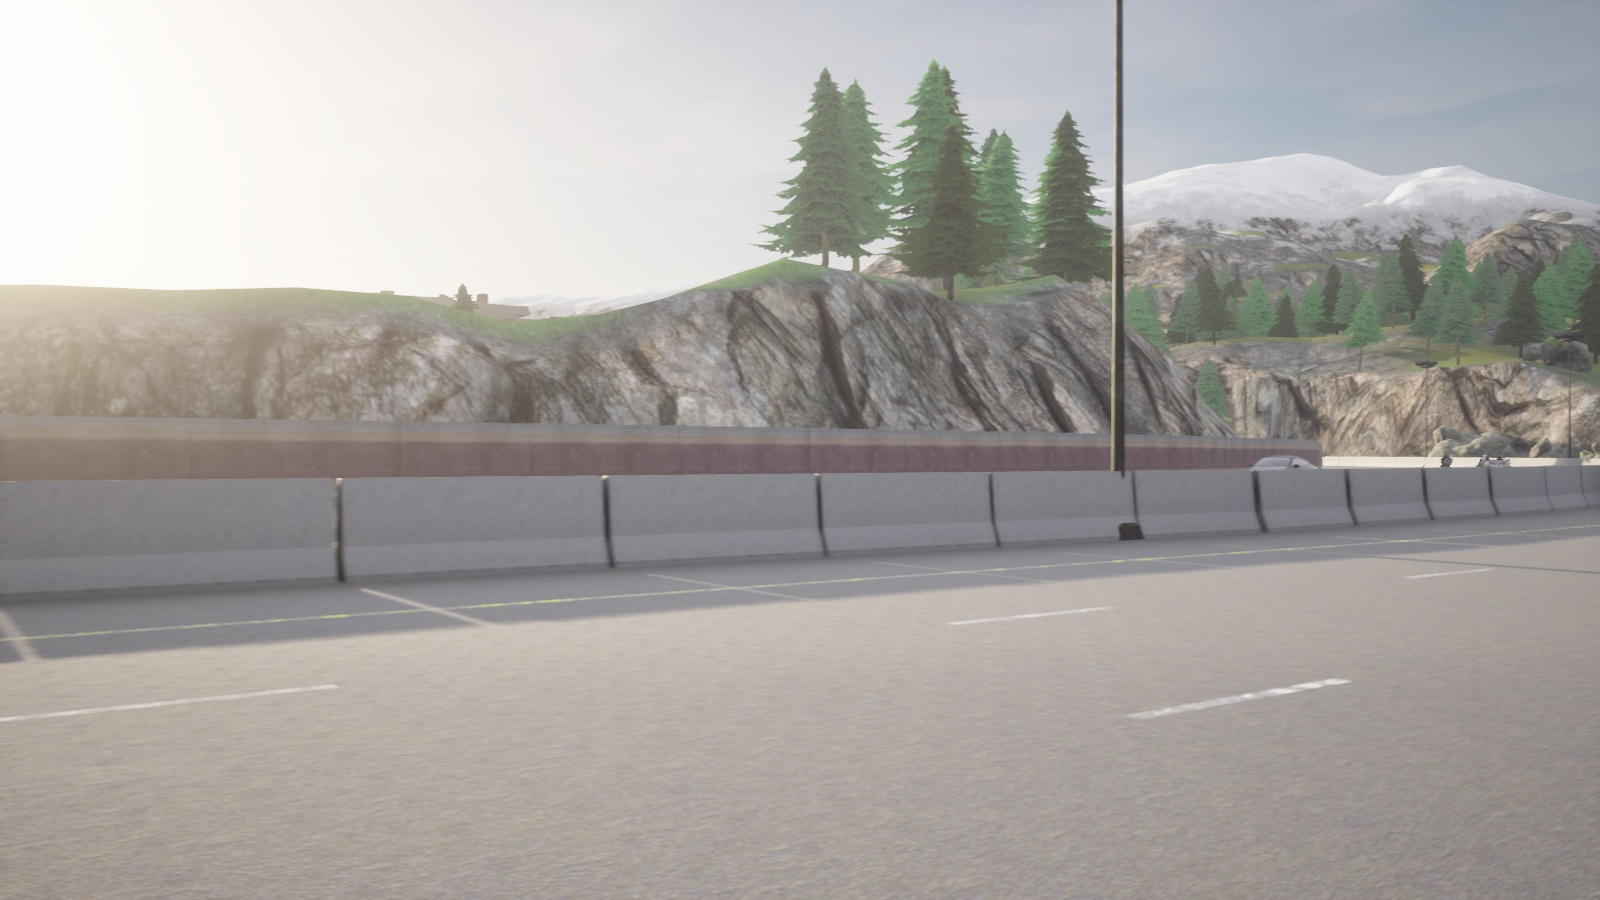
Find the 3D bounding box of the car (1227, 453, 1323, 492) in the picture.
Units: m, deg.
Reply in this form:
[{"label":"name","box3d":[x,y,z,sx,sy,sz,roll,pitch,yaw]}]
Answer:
[{"label":"car","box3d":[18.746,0.852,49.459,1.812,1.442,4.674,0,0,44]}]
